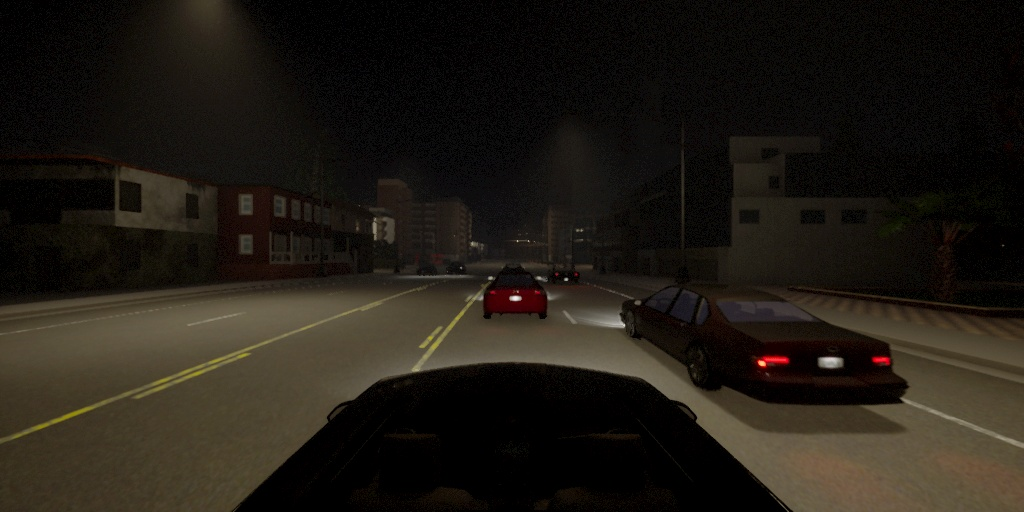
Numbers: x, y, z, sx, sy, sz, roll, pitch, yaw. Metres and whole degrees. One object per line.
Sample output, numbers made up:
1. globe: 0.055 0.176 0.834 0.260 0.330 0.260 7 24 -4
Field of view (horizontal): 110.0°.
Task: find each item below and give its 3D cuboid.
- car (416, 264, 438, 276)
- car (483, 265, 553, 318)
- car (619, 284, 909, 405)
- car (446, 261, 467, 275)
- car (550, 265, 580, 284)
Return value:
1. car: -10.557 1.670 44.816 1.812 1.442 4.674 0 -1 1
2. car: 0.100 1.179 12.282 1.994 1.385 4.181 0 0 0
3. car: 3.600 1.217 6.562 2.033 1.411 5.357 0 1 0
4. car: -7.050 1.512 45.688 2.097 1.767 4.553 0 -1 0
5. car: 3.599 1.302 25.997 1.895 1.301 4.718 0 -1 0
